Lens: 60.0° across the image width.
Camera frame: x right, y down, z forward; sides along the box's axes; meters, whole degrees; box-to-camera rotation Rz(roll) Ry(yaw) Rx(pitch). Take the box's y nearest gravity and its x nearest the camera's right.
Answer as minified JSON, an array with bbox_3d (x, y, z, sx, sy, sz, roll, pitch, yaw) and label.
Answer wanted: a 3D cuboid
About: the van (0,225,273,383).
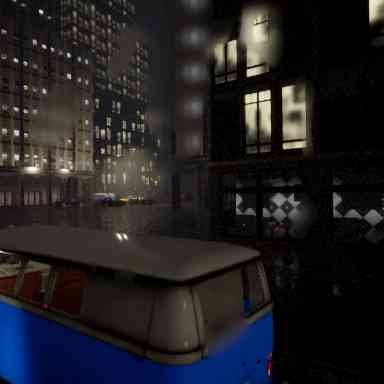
[{"bbox_3d":[-1.112,1.342,3.684,3.998,1.788,1.690,0,-1,36],"label":"van"}]

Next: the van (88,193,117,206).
[{"bbox_3d":[-13.596,1.135,50.544,1.690,1.788,3.998,0,0,36],"label":"van"}]

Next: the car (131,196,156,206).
[{"bbox_3d":[-6.811,1.230,45.626,2.008,1.369,4.403,0,0,36],"label":"car"}]

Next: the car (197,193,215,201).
[{"bbox_3d":[3.065,1.016,73.299,1.967,1.590,4.097,0,0,36],"label":"car"}]

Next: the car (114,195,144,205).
[{"bbox_3d":[-10.363,1.278,54.958,1.752,1.417,4.829,0,0,36],"label":"car"}]

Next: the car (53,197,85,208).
[{"bbox_3d":[-16.926,1.403,45.994,1.947,1.339,4.313,0,0,36],"label":"car"}]

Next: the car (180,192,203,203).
[{"bbox_3d":[-0.152,0.908,54.723,2.192,1.841,5.009,0,0,36],"label":"car"}]

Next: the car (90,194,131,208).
[{"bbox_3d":[-10.141,1.267,41.077,1.887,1.381,4.507,0,0,36],"label":"car"}]

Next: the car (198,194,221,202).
[{"bbox_3d":[3.181,1.101,59.273,2.008,1.369,4.403,0,0,36],"label":"car"}]
